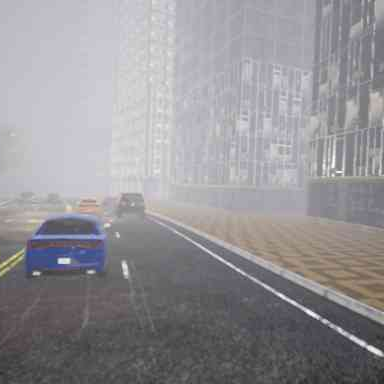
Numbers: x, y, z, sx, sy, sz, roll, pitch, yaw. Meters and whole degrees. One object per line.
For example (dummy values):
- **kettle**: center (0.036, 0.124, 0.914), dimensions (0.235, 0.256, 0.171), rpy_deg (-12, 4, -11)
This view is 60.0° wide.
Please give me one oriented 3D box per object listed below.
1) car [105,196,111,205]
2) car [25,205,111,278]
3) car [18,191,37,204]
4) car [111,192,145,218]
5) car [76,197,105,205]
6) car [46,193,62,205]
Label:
- **car**: center (-10.604, 1.186, 42.808), dimensions (1.812, 1.442, 4.674), rpy_deg (2, 0, -21)
- **car**: center (-3.472, 1.368, 9.806), dimensions (1.882, 1.535, 5.008), rpy_deg (2, 0, -15)
- **car**: center (-21.983, 0.655, 44.503), dimensions (2.097, 1.767, 4.553), rpy_deg (2, 0, -23)
- **car**: center (-5.361, 1.053, 28.281), dimensions (2.150, 2.045, 5.566), rpy_deg (2, 0, -17)
- **car**: center (-8.509, 1.208, 27.456), dimensions (1.882, 1.535, 5.008), rpy_deg (2, 0, -18)
- **car**: center (-18.911, 0.876, 45.582), dimensions (1.882, 1.535, 5.008), rpy_deg (2, 0, -23)
